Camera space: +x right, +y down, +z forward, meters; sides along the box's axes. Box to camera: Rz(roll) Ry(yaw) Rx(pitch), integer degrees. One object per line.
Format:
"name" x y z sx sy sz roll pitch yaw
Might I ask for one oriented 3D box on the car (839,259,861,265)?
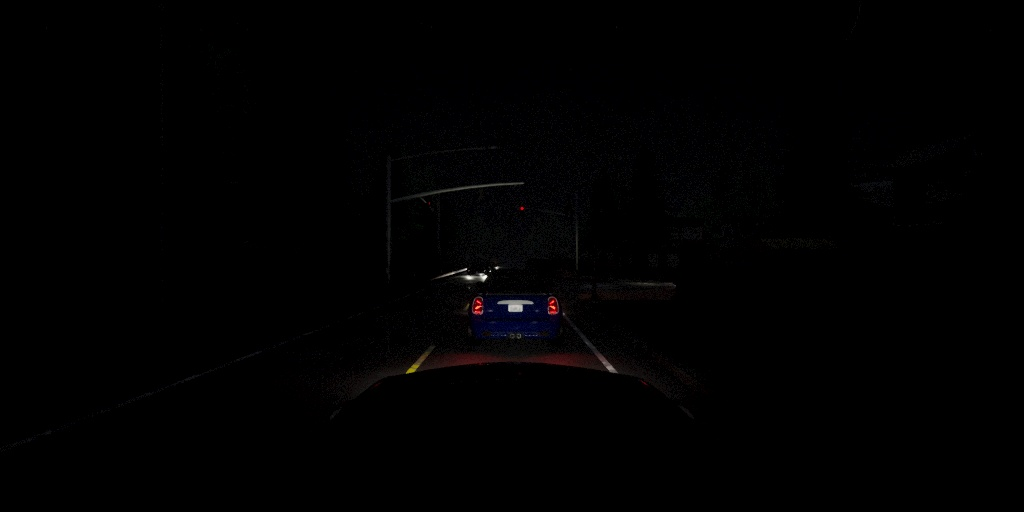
"car" 25.347 1.128 25.829 5.566 2.045 2.150 0 0 12

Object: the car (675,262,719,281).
"car" 14.871 1.259 27.085 4.553 1.767 2.097 0 0 5

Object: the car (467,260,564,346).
"car" 0.080 1.102 9.554 2.097 1.767 4.553 0 0 0

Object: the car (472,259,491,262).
"car" -3.592 1.102 38.855 2.097 1.767 4.553 0 0 0
